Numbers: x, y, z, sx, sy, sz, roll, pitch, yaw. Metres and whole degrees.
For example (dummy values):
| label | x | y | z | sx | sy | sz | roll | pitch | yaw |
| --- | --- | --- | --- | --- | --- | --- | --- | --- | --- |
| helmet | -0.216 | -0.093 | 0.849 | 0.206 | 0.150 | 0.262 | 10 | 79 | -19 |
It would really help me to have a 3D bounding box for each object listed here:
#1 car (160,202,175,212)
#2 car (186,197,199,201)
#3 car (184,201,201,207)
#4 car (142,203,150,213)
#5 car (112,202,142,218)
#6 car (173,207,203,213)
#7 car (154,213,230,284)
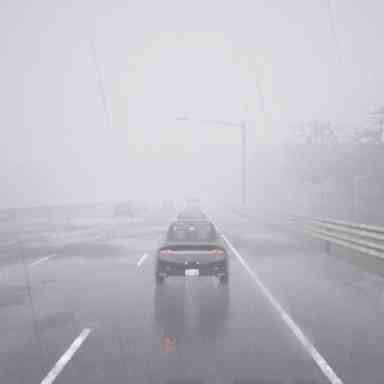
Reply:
| label | x | y | z | sx | sy | sz | roll | pitch | yaw |
| --- | --- | --- | --- | --- | --- | --- | --- | --- | --- |
| car | -3.406 | 2.106 | 46.828 | 2.033 | 1.411 | 5.357 | 0 | -1 | 0 |
| car | 0.084 | 1.771 | 45.882 | 2.150 | 2.045 | 5.566 | 0 | -1 | 1 |
| car | 0.104 | 2.003 | 35.855 | 1.994 | 1.385 | 4.181 | 0 | -1 | -1 |
| car | -6.912 | 2.141 | 45.058 | 1.895 | 1.301 | 4.718 | 0 | -1 | 0 |
| car | -6.910 | 1.782 | 35.122 | 2.097 | 1.767 | 4.553 | 0 | -1 | 0 |
| car | -0.006 | 1.867 | 21.533 | 1.895 | 1.301 | 4.718 | 0 | -1 | 0 |
| car | -0.003 | 1.615 | 9.902 | 2.128 | 1.511 | 4.902 | 0 | -1 | 0 |
